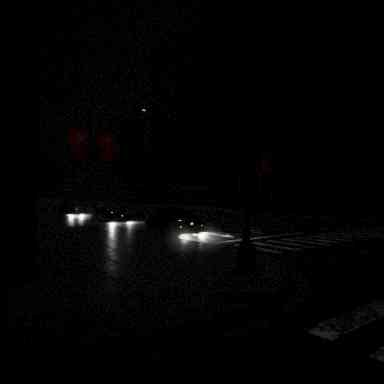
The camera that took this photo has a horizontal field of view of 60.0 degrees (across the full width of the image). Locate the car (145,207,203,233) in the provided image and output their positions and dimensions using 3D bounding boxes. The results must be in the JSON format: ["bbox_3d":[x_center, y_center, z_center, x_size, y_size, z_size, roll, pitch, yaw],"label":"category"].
[{"bbox_3d":[-1.169,1.619,20.372,1.994,1.385,4.181,0,0,-36],"label":"car"}]

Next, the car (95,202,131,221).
[{"bbox_3d":[-6.905,1.619,28.359,1.812,1.442,4.674,0,0,-36],"label":"car"}]

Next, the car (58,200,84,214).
[{"bbox_3d":[-13.950,1.629,38.175,2.128,1.511,4.902,0,0,-36],"label":"car"}]
